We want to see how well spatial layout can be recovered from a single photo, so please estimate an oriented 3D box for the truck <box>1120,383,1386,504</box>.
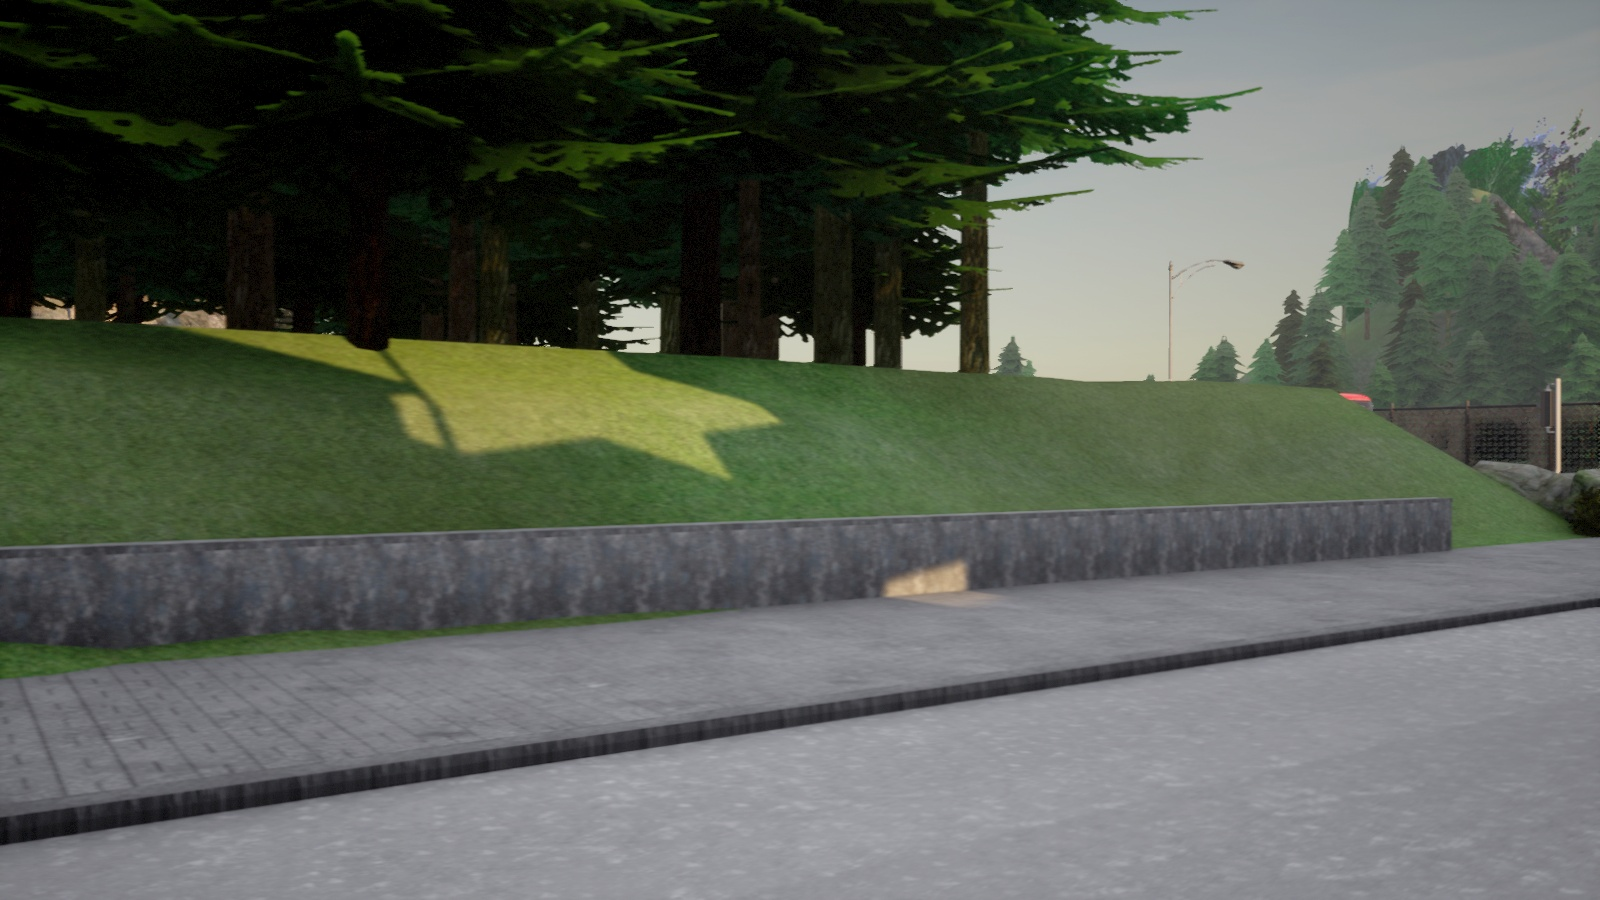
[{"bbox_3d":[14.228,-0.169,40.223,2.891,3.462,7.936,0,0,-32],"label":"truck"}]
